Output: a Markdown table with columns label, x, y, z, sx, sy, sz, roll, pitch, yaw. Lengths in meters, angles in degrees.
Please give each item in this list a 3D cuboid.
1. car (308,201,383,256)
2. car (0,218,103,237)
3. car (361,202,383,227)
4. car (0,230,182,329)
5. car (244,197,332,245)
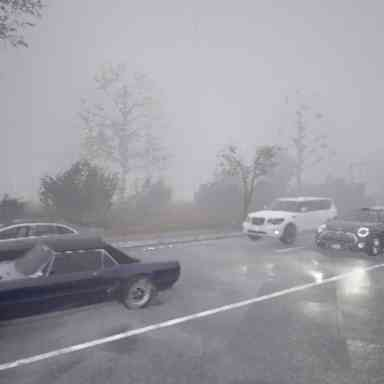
| label | x | y | z | sx | sy | sz | roll | pitch | yaw |
| --- | --- | --- | --- | --- | --- | --- | --- | --- | --- |
| car | 7.031 | 1.403 | 13.471 | 4.553 | 1.767 | 2.097 | 0 | 0 | -38 |
| car | -4.794 | 1.507 | 9.080 | 4.902 | 1.511 | 2.128 | 0 | 0 | -35 |
| car | 14.297 | 1.548 | 24.069 | 5.008 | 1.535 | 1.882 | 0 | 0 | -40 |
| car | -2.634 | 1.613 | 6.322 | 4.718 | 1.301 | 1.895 | 0 | 0 | -35 |
| car | 5.012 | 1.275 | 16.327 | 5.566 | 2.045 | 2.150 | 0 | 0 | -38 |
